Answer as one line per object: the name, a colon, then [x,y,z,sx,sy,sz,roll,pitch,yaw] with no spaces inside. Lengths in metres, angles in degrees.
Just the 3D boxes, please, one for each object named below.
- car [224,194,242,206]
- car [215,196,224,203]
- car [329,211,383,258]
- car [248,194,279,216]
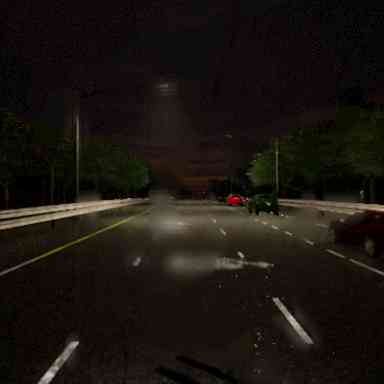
car: [7.112,1.355,55.904,2.150,2.045,5.566,0,0,0]
car: [7.266,1.910,80.535,1.837,1.490,4.892,0,-1,0]
car: [7.036,1.483,12.854,1.882,1.535,5.008,0,0,-1]
car: [7.029,1.238,33.072,2.150,2.045,5.566,0,0,0]
